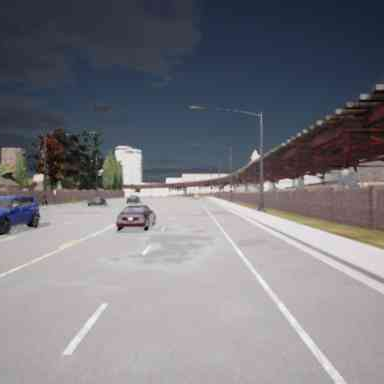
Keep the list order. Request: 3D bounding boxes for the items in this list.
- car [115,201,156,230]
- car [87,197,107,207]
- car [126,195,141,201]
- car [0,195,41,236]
[{"bbox_3d":[-3.385,1.514,20.787,2.033,1.411,5.357,0,0,0],"label":"car"},{"bbox_3d":[-14.026,1.421,49.334,1.994,1.385,4.181,0,0,0],"label":"car"},{"bbox_3d":[-10.491,1.293,59.774,1.882,1.535,5.008,0,0,1],"label":"car"},{"bbox_3d":[-10.584,1.196,18.697,2.150,2.045,5.566,0,0,0],"label":"car"}]
